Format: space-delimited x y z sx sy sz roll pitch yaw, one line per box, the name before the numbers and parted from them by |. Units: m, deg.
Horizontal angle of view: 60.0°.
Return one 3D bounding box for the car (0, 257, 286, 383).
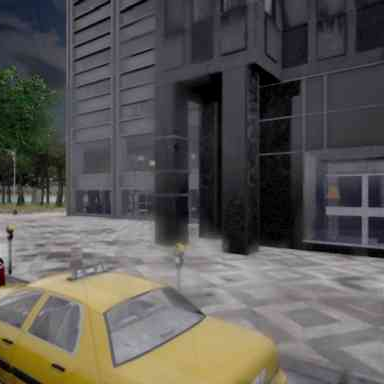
car | -1.403 1.532 3.968 4.829 1.417 1.752 0 0 36
